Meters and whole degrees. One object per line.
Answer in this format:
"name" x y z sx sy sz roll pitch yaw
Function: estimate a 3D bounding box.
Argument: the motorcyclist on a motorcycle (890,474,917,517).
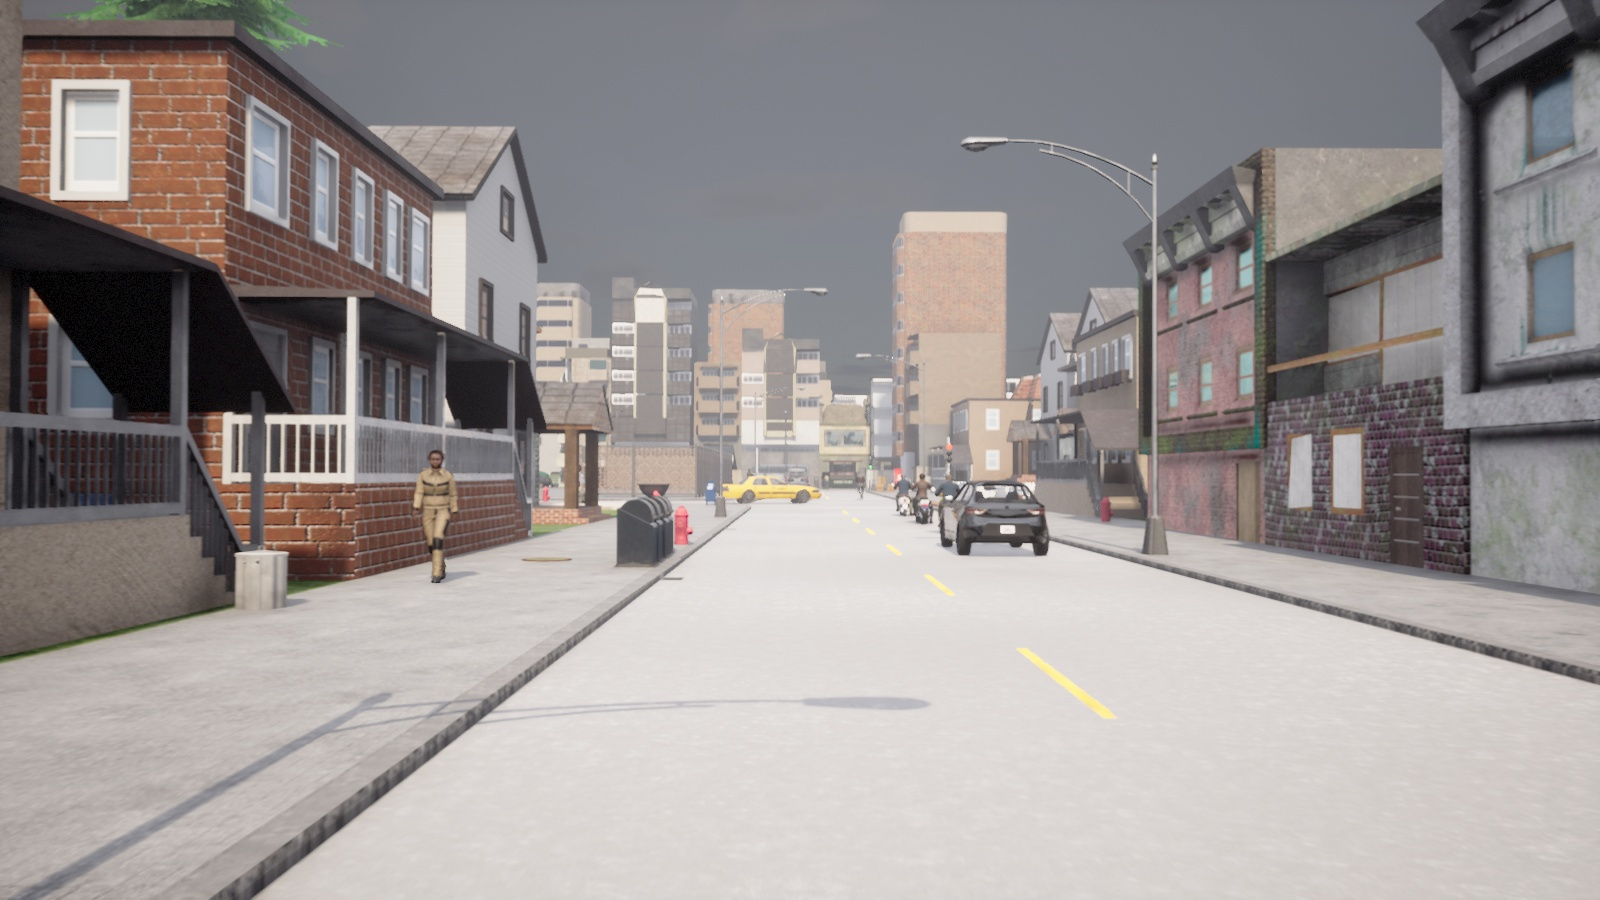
"motorcyclist on a motorcycle" 3.887 1.688 47.283 0.866 1.590 1.817 0 -1 0

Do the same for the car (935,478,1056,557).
"car" 3.932 1.326 25.862 1.816 1.474 4.193 0 -1 0

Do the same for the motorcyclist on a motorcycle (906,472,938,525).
"motorcyclist on a motorcycle" 3.895 1.546 40.216 0.766 1.649 2.350 0 -1 0

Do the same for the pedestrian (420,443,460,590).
"pedestrian" -4.829 0.880 16.860 0.396 1.930 0.692 0 -1 -5

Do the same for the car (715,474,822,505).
"car" -1.661 2.060 65.769 5.366 1.575 1.801 0 -1 -14

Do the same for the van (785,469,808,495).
"van" -0.241 2.488 97.281 1.775 1.987 4.442 0 -1 0

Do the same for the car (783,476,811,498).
"car" -0.186 2.578 88.624 1.816 1.474 4.193 0 -1 1
